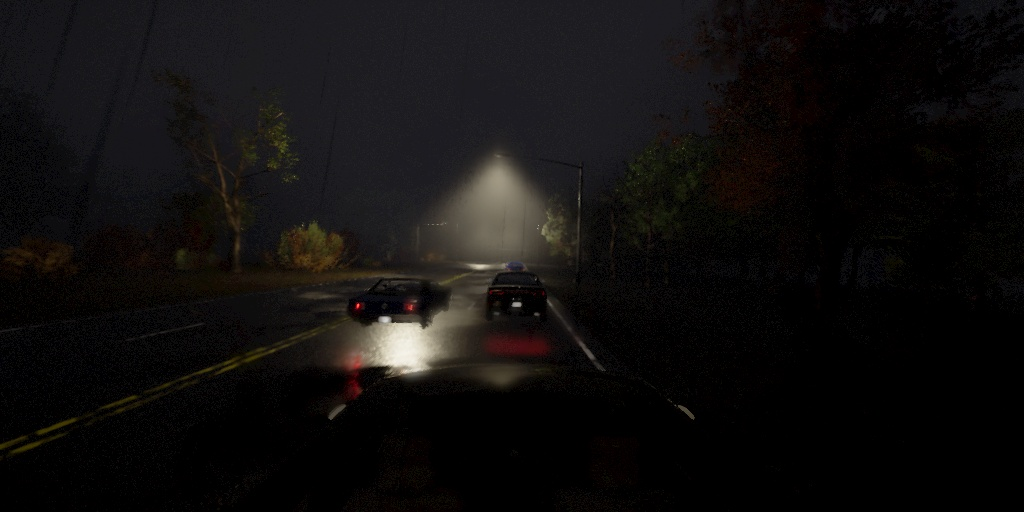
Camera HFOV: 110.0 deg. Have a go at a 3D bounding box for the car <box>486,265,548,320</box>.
[{"bbox_3d":[0.151,1.249,12.684,1.882,1.535,5.008,1,0,0],"label":"car"}]

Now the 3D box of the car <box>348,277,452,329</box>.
[{"bbox_3d":[-3.107,1.282,11.052,1.895,1.301,4.718,2,0,0],"label":"car"}]

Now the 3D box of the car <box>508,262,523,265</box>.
[{"bbox_3d":[0.300,1.248,32.915,1.812,1.442,4.674,4,0,0],"label":"car"}]
